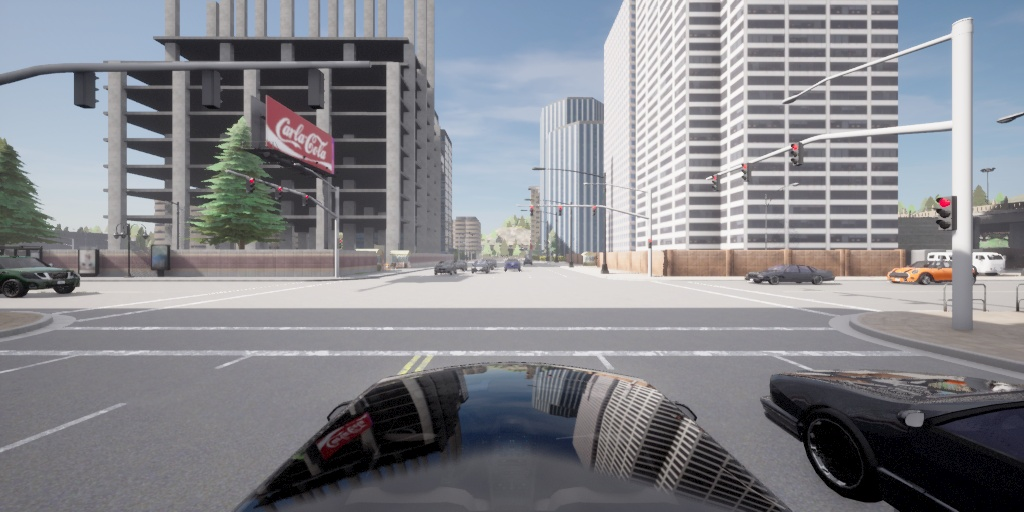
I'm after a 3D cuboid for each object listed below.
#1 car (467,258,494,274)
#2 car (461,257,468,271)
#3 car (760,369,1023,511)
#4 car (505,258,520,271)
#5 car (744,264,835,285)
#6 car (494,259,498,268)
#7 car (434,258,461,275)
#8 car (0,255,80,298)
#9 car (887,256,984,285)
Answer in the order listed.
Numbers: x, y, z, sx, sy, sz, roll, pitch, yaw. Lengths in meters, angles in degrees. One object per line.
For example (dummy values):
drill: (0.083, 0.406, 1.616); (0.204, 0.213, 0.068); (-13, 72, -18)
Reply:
car: (-3.603, 1.241, 41.706); (2.128, 1.511, 4.902); (0, 0, 0)
car: (-7.102, 1.255, 48.118); (1.837, 1.490, 4.892); (0, 0, 0)
car: (3.597, 1.297, 1.372); (2.033, 1.411, 5.357); (0, 0, 0)
car: (0.089, 1.102, 49.493); (2.097, 1.767, 4.553); (0, 0, 0)
car: (19.635, 1.297, 25.427); (5.357, 1.411, 2.033); (0, 0, 0)
car: (-3.601, 1.241, 51.773); (2.128, 1.511, 4.902); (0, 0, 0)
car: (-7.102, 1.255, 38.705); (1.837, 1.490, 4.892); (0, 0, 0)
car: (-25.340, 0.971, 17.984); (5.566, 2.045, 2.150); (0, 0, 1)
car: (29.643, 1.102, 25.453); (4.553, 1.767, 2.097); (0, 0, 1)
